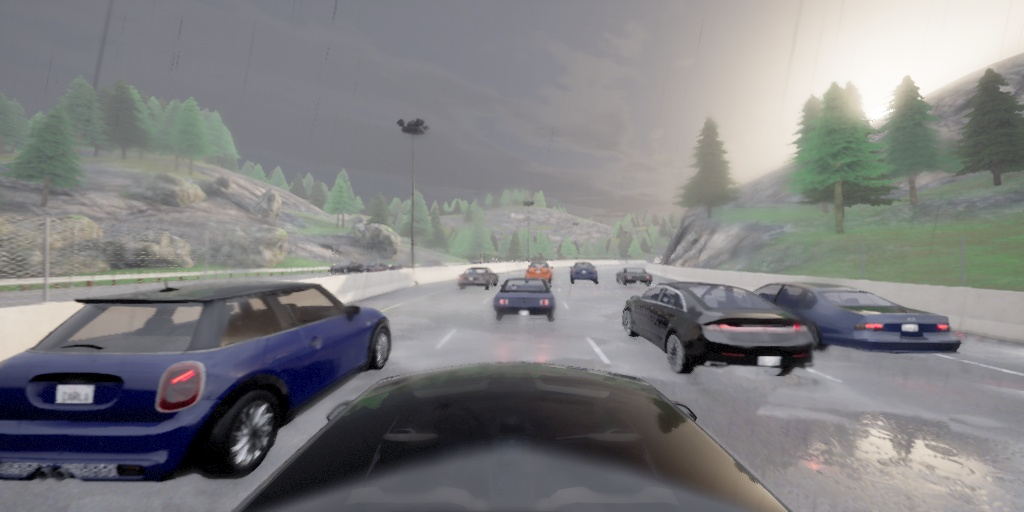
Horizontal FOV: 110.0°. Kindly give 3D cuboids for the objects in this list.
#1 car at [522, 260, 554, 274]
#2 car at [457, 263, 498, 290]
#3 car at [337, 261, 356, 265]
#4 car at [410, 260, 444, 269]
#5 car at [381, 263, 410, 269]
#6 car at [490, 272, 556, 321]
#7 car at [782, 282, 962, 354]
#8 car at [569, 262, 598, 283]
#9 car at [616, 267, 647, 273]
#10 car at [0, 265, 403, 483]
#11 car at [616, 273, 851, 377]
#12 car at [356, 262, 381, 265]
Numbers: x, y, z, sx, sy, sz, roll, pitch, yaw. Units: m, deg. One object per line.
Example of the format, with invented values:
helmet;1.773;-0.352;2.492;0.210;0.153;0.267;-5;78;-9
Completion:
car;2.355;1.255;29.899;2.097;1.767;4.553;0;0;9
car;-2.083;1.405;23.355;2.033;1.411;5.357;0;0;7
car;-20.170;1.392;44.069;1.882;1.535;5.008;0;0;12
car;-9.744;1.288;42.608;2.097;1.767;4.553;0;0;12
car;-13.280;1.491;42.795;1.994;1.385;4.181;0;0;12
car;0.498;1.411;12.837;1.895;1.301;4.718;0;0;3
car;7.295;1.357;8.982;2.033;1.411;5.357;0;0;3
car;5.868;1.264;29.697;2.097;1.767;4.553;0;0;9
car;8.938;1.507;26.706;1.895;1.301;4.718;0;0;8
car;-3.341;1.109;4.917;2.097;1.767;4.553;0;0;2
car;3.742;1.284;7.507;2.128;1.511;4.902;0;0;2
car;-16.623;1.488;43.916;1.994;1.385;4.181;0;0;12
